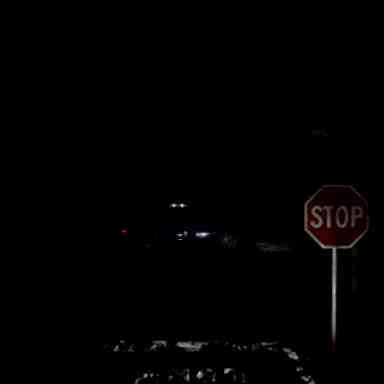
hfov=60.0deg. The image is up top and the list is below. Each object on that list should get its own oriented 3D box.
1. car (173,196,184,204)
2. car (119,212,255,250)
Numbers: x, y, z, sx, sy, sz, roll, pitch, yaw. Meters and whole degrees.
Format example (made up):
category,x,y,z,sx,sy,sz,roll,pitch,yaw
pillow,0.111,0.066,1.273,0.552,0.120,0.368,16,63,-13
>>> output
category,x,y,z,sx,sy,sz,roll,pitch,yaw
car,-2.600,1.583,65.522,1.882,1.535,5.008,0,0,0
car,-0.221,1.545,13.666,5.357,1.411,2.033,0,0,0
